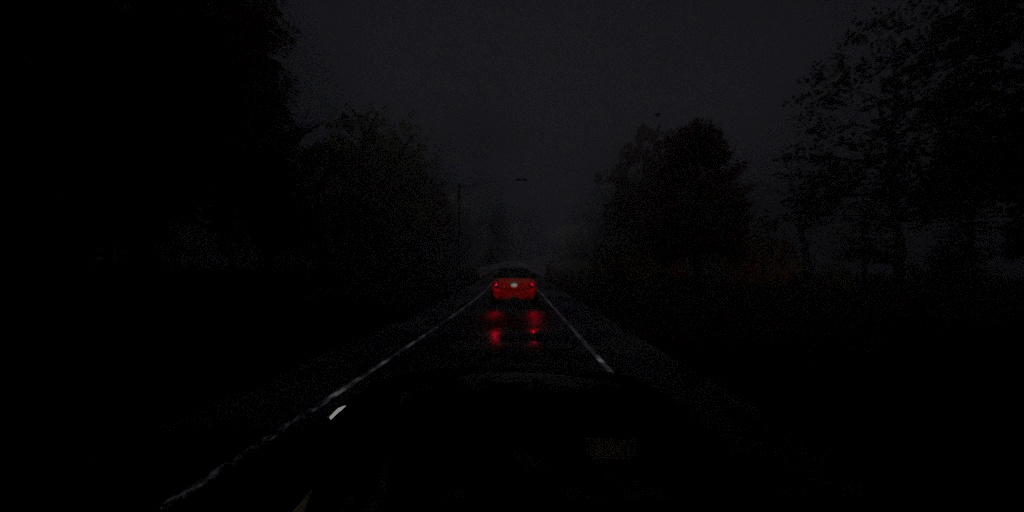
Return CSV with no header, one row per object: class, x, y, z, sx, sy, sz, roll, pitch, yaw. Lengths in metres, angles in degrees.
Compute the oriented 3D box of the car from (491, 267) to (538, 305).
car,0.098,1.298,17.619,2.097,1.767,4.553,0,-1,0
